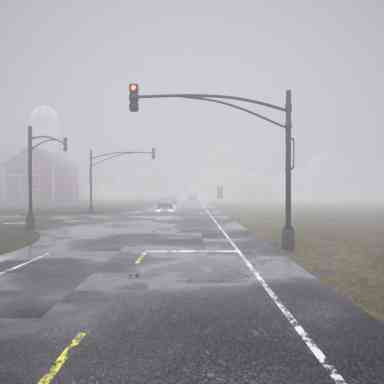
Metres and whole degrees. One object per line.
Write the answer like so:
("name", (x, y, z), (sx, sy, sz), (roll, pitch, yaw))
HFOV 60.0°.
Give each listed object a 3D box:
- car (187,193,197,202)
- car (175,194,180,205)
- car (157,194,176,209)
("car", (0.066, 1.134, 74.756), (2.150, 2.045, 5.566), (0, 0, 0))
("car", (-3.536, 1.512, 56.841), (1.994, 1.385, 4.181), (0, 0, 0))
("car", (-3.562, 1.443, 45.147), (1.882, 1.535, 5.008), (0, 0, 0))
